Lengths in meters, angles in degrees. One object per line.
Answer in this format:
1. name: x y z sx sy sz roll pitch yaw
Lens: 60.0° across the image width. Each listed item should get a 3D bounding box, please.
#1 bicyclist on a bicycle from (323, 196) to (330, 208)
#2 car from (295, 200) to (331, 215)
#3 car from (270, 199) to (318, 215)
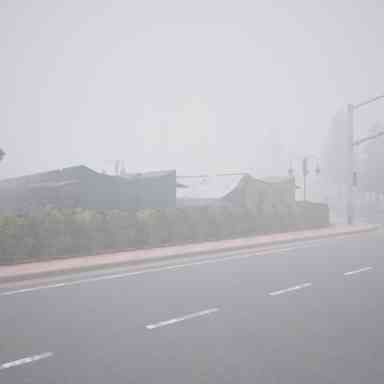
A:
1. bicyclist on a bicycle: 17.886 1.302 44.318 1.656 1.620 0.582 0 0 -37
2. car: 9.968 1.547 30.812 2.033 1.411 5.357 0 0 -37
3. car: 10.801 1.526 35.527 1.812 1.442 4.674 0 0 -38
